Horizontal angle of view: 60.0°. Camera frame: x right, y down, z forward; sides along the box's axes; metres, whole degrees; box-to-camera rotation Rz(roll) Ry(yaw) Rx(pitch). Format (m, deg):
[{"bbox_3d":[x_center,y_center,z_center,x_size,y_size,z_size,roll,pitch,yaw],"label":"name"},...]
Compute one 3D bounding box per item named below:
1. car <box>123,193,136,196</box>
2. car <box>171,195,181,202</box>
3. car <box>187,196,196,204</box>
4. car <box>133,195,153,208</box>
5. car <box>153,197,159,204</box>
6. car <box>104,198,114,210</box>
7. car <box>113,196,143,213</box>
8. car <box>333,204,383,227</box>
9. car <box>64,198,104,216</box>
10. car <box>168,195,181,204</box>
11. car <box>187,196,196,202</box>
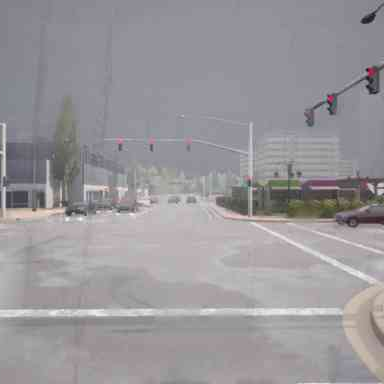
[{"bbox_3d":[-10.679,1.219,56.682,2.150,2.045,5.566,0,0,0],"label":"car"},{"bbox_3d":[-3.625,1.425,74.832,1.994,1.385,4.181,0,0,0],"label":"car"},{"bbox_3d":[-0.108,1.491,64.565,2.128,1.511,4.902,0,0,0],"label":"car"},{"bbox_3d":[-7.173,1.525,48.343,1.812,1.442,4.674,0,0,0],"label":"car"},{"bbox_3d":[-7.170,1.563,60.942,1.994,1.385,4.181,0,0,0],"label":"car"},{"bbox_3d":[-10.669,1.505,42.138,1.837,1.490,4.892,0,0,0],"label":"car"},{"bbox_3d":[-7.163,1.505,37.675,1.837,1.490,4.892,0,0,0],"label":"car"},{"bbox_3d":[11.769,1.526,21.917,4.674,1.442,1.812,0,0,1],"label":"car"},{"bbox_3d":[-10.654,1.547,32.583,2.033,1.411,5.357,0,0,0],"label":"car"},{"bbox_3d":[-3.608,1.547,64.559,2.033,1.411,5.357,0,0,0],"label":"car"},{"bbox_3d":[-0.125,1.468,74.870,1.895,1.301,4.718,0,0,0],"label":"car"}]
